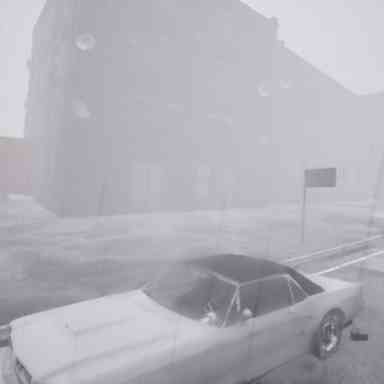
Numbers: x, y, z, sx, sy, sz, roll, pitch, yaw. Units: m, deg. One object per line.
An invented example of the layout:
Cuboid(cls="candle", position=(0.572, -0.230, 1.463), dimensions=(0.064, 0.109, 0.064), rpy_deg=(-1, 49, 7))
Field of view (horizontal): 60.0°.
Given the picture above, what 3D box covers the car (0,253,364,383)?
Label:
Cuboid(cls="car", position=(0.209, 1.595, 4.314), dimensions=(4.718, 1.301, 1.895), rpy_deg=(-1, 0, -37))
